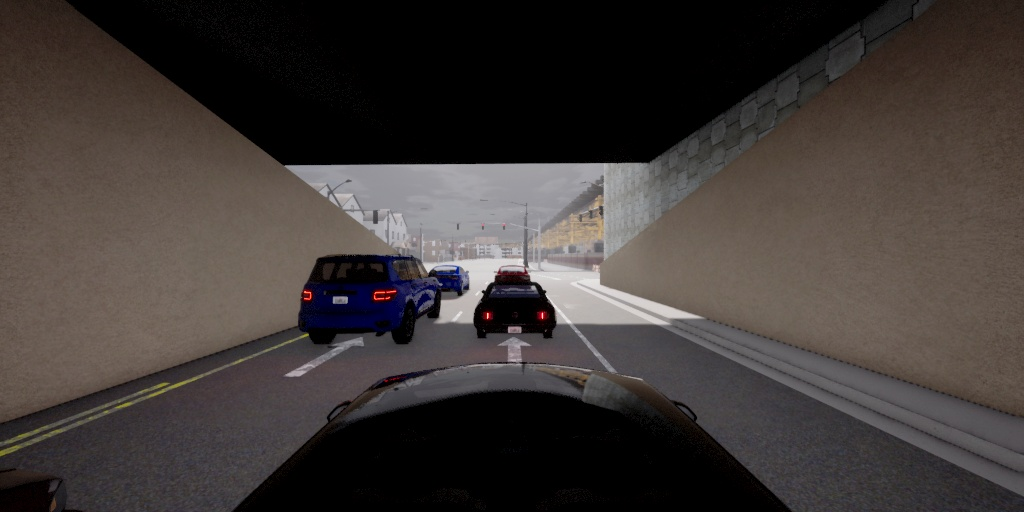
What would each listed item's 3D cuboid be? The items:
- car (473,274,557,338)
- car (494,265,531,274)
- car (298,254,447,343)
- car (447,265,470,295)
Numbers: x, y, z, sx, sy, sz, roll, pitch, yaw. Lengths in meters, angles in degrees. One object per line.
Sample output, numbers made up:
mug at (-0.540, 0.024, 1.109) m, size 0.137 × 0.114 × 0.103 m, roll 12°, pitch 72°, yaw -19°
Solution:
car at (0.061, 1.351, 10.163) m, size 1.895 × 1.301 × 4.718 m, roll 0°, pitch 0°, yaw 0°
car at (0.021, 1.228, 19.500) m, size 1.882 × 1.535 × 5.008 m, roll 0°, pitch 0°, yaw 0°
car at (-3.435, 0.971, 9.815) m, size 2.150 × 2.045 × 5.566 m, roll 0°, pitch 0°, yaw 0°
car at (-3.480, 1.228, 19.752) m, size 1.882 × 1.535 × 5.008 m, roll 0°, pitch 0°, yaw 0°
